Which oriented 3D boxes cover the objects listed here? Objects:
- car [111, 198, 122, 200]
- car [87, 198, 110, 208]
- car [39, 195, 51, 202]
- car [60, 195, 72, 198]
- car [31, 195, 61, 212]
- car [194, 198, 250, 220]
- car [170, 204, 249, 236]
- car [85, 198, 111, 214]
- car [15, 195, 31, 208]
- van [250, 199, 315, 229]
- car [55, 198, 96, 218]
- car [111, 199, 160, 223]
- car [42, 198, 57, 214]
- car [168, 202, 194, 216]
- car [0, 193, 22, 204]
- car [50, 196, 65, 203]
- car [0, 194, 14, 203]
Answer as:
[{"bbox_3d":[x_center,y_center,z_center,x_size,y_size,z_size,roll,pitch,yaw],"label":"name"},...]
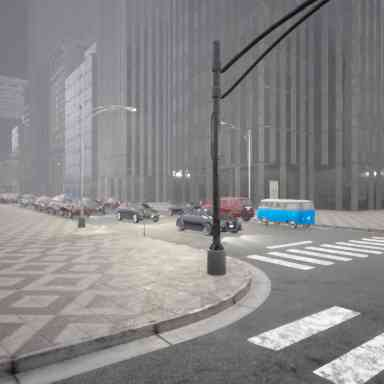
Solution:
[{"bbox_3d":[-10.564,1.464,44.683,1.967,1.590,4.097,0,0,-36],"label":"car"},{"bbox_3d":[-13.893,1.602,49.237,1.802,1.307,4.206,0,0,-36],"label":"car"},{"bbox_3d":[-33.977,1.483,76.726,1.752,1.417,4.829,0,0,-35],"label":"car"},{"bbox_3d":[-20.444,1.577,53.355,1.994,1.385,4.181,0,0,-36],"label":"car"},{"bbox_3d":[-17.462,1.461,39.672,1.967,1.590,4.097,0,0,-36],"label":"car"},{"bbox_3d":[2.748,1.352,26.470,2.192,1.841,5.009,0,0,-36],"label":"car"},{"bbox_3d":[0.878,1.600,18.932,1.994,1.385,4.181,0,0,-36],"label":"car"},{"bbox_3d":[-10.437,1.532,34.427,1.837,1.490,4.892,0,0,-36],"label":"car"},{"bbox_3d":[-24.117,1.563,48.777,2.008,1.369,4.403,0,0,-36],"label":"car"},{"bbox_3d":[6.077,1.379,21.916,1.690,1.788,3.998,0,0,-36],"label":"van"},{"bbox_3d":[-10.806,1.572,30.566,1.887,1.381,4.507,0,0,-36],"label":"car"},{"bbox_3d":[-4.307,1.537,26.028,1.837,1.490,4.892,0,0,-36],"label":"car"},{"bbox_3d":[-14.134,1.606,35.119,1.802,1.307,4.206,0,0,-36],"label":"car"},{"bbox_3d":[-0.580,1.600,31.024,1.947,1.339,4.313,0,0,-36],"label":"car"},{"bbox_3d":[-34.101,1.299,62.436,2.192,1.841,5.009,0,0,-36],"label":"car"},{"bbox_3d":[-27.306,1.512,67.589,1.752,1.417,4.829,0,0,-36],"label":"car"},{"bbox_3d":[-37.429,1.286,66.990,2.192,1.841,5.009,0,0,-36],"label":"car"}]
